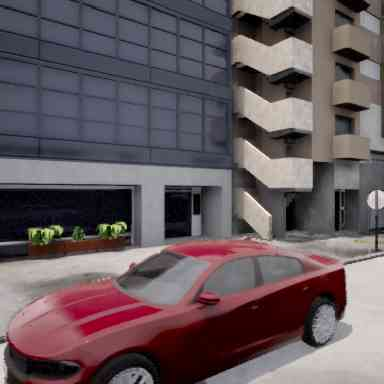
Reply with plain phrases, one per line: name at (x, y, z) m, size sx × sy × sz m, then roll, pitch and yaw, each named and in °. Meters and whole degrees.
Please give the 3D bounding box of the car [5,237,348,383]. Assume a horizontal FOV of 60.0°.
car at (0.196, 1.477, 4.740) m, size 5.008 × 1.535 × 1.882 m, roll 0°, pitch 0°, yaw -35°
